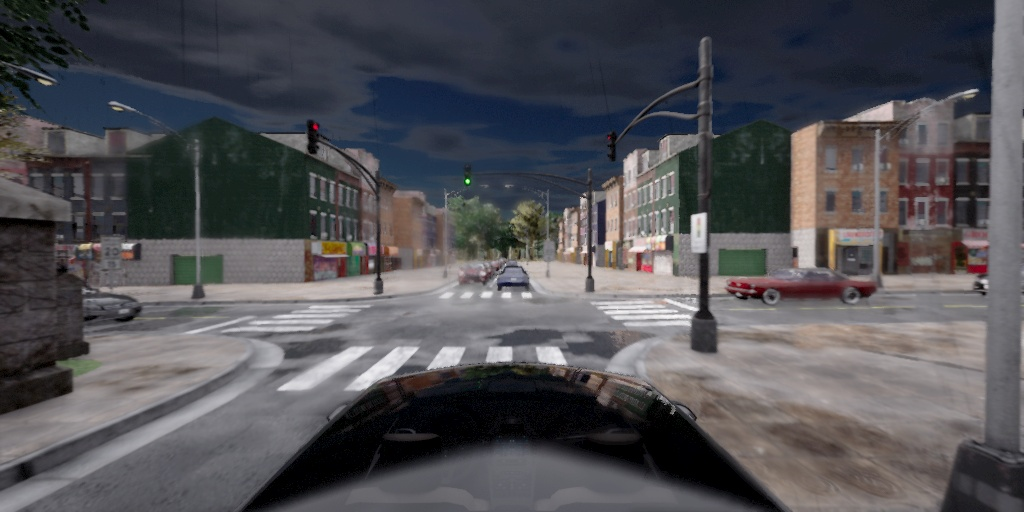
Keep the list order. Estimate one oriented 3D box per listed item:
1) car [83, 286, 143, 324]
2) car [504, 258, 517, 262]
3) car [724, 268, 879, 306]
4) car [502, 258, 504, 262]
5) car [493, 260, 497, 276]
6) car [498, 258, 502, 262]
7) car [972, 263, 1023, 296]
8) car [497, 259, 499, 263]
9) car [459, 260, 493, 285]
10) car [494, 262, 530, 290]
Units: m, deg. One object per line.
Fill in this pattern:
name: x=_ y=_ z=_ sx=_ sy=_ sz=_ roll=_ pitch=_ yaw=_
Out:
car: x=-14.228 y=1.477 z=10.923 sx=4.674 sy=1.442 sz=1.812 roll=-1 pitch=1 yaw=-2
car: x=0.012 y=1.289 z=55.699 sx=2.033 sy=1.411 sz=5.357 roll=0 pitch=0 yaw=0
car: x=10.955 y=1.147 z=13.873 sx=4.718 sy=1.301 sz=1.895 roll=-1 pitch=1 yaw=0
car: x=-2.634 y=1.291 z=52.778 sx=2.007 sy=1.370 sz=4.403 roll=0 pitch=0 yaw=0
car: x=-2.636 y=1.174 z=31.040 sx=1.967 sy=1.591 sz=4.097 roll=0 pitch=0 yaw=0
car: x=-2.634 y=1.282 z=47.343 sx=1.888 sy=1.381 sz=4.507 roll=0 pitch=0 yaw=0
car: x=20.993 y=0.902 z=13.870 sx=4.902 sy=1.511 sz=2.128 roll=-1 pitch=1 yaw=0
car: x=-2.635 y=1.300 z=36.474 sx=1.948 sy=1.339 sz=4.313 roll=0 pitch=0 yaw=0
car: x=-2.636 y=1.175 z=25.605 sx=1.967 sy=1.591 sz=4.097 roll=0 pitch=0 yaw=0
car: x=0.101 y=1.300 z=22.454 sx=1.994 sy=1.385 sz=4.181 roll=0 pitch=0 yaw=0
